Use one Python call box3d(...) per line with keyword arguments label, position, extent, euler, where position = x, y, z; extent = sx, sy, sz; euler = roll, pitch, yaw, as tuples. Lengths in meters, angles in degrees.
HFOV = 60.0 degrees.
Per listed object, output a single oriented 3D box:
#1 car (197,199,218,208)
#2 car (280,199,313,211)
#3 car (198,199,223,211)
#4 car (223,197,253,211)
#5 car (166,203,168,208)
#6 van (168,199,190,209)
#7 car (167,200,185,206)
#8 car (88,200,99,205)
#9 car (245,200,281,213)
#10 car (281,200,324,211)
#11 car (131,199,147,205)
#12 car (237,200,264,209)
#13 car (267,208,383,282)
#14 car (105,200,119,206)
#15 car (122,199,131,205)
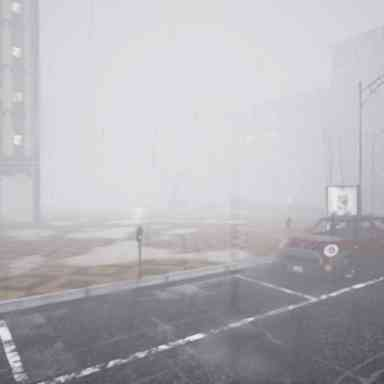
box3d(label="car", position=(2.947, 2.099, 63.473), extent=(1.967, 1.590, 4.097), euler=(-2, 0, -36))
box3d(label="car", position=(14.804, 1.805, 47.315), extent=(1.967, 1.590, 4.097), euler=(-2, 0, -36))
box3d(label="car", position=(3.041, 2.099, 48.910), extent=(1.887, 1.381, 4.507), euler=(-2, 0, -36))
box3d(label="car", position=(7.434, 1.700, 47.424), extent=(2.150, 2.045, 5.566), euler=(-1, -1, -36))
box3d(label="car", position=(-2.849, 2.097, 61.789), extent=(2.097, 1.767, 4.553), euler=(-1, -1, -36))
box3d(label="van", position=(-1.881, 2.018, 55.795), extent=(1.690, 1.788, 3.998), euler=(-2, 0, -36))
box3d(label="car", position=(-3.586, 2.404, 72.491), extent=(1.802, 1.307, 4.206), euler=(-2, 0, -36))
box3d(label="car", position=(-26.707, 2.844, 90.129), extent=(1.887, 1.381, 4.507), euler=(-2, 0, -36))
box3d(label="car", position=(9.122, 1.953, 40.437), extent=(2.008, 1.369, 4.403), euler=(-2, 0, -36))
box3d(label="car", position=(12.389, 1.872, 35.926), extent=(2.008, 1.369, 4.403), euler=(-2, 0, -36))
box3d(label="car", position=(-13.390, 2.507, 86.023), extent=(1.967, 1.590, 4.097), euler=(-2, 0, -36))
box3d(label="car", position=(9.544, 2.077, 54.497), extent=(1.802, 1.307, 4.206), euler=(-2, 0, -36))
box3d(label="car", position=(4.334, 1.435, 9.661), extent=(4.097, 1.590, 1.967), euler=(0, 0, -36))
box3d(label="car", position=(-20.174, 2.685, 81.108), extent=(2.008, 1.369, 4.403), euler=(-2, 0, -36))
box3d(label="car", position=(-16.653, 2.715, 90.533), extent=(1.947, 1.339, 4.313), euler=(-2, 0, -36))
